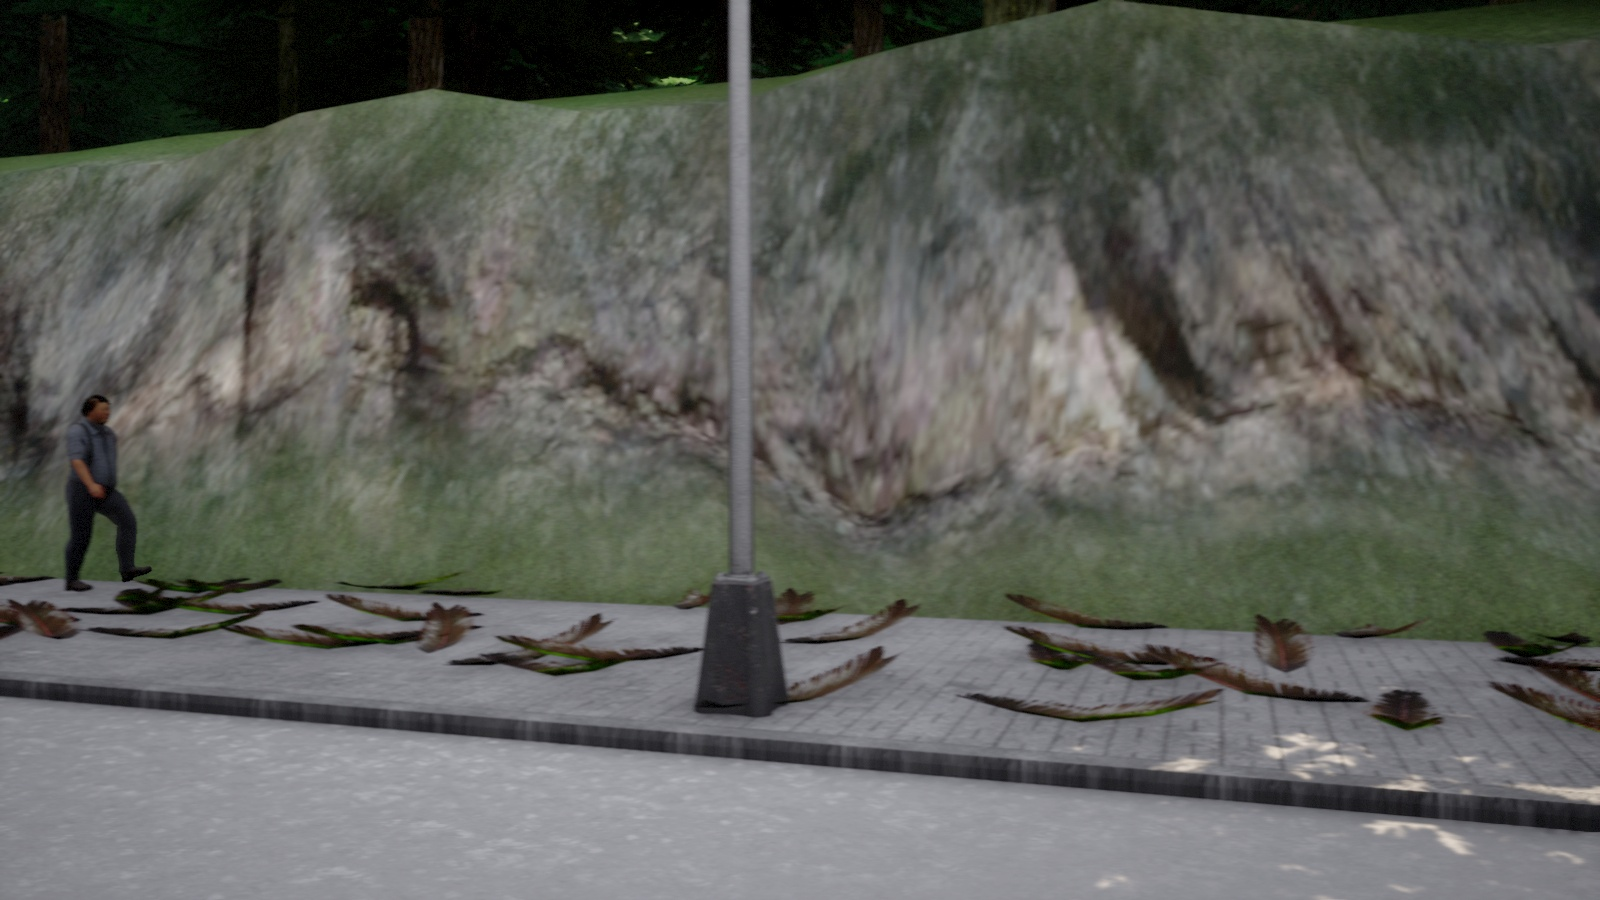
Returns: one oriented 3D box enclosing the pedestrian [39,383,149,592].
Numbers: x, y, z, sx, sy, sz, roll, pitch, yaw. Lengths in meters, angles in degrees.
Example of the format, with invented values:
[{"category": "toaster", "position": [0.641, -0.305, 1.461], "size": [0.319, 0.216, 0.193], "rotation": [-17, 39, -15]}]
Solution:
[{"category": "pedestrian", "position": [-6.449, 0.329, 11.482], "size": [0.694, 1.848, 0.540], "rotation": [1, 1, 19]}]
